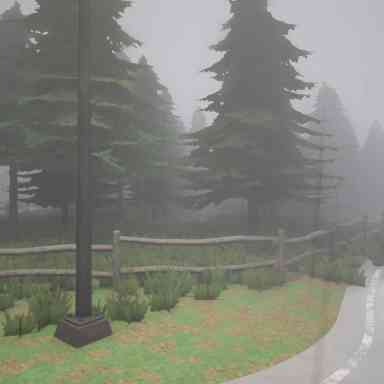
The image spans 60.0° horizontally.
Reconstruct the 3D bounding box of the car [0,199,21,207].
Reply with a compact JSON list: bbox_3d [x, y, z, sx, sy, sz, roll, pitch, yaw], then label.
[{"bbox_3d":[-19.308,1.453,35.323,2.128,1.511,4.902,0,0,3],"label":"car"}]
